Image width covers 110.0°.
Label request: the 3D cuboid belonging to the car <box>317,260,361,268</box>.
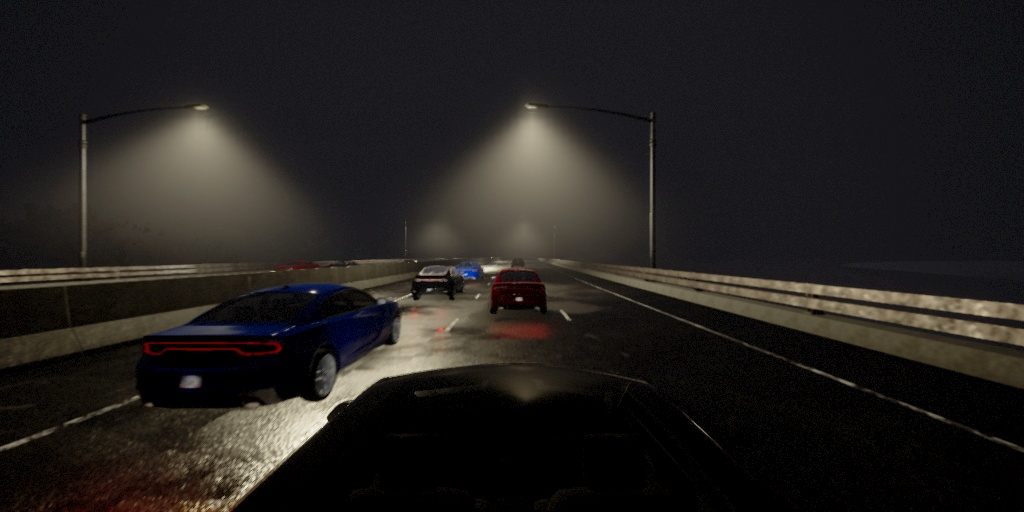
[{"bbox_3d":[-17.211,1.167,36.593,2.128,1.511,4.902,0,0,1],"label":"car"}]

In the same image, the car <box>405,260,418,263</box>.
[{"bbox_3d":[-13.412,1.211,47.469,2.033,1.411,5.357,0,0,2],"label":"car"}]

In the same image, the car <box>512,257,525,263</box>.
[{"bbox_3d":[1.044,1.016,59.350,2.097,1.767,4.553,0,0,2],"label":"car"}]

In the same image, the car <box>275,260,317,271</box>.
[{"bbox_3d":[-20.748,1.152,34.885,1.882,1.535,5.008,0,0,1],"label":"car"}]

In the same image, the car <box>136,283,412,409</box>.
[{"bbox_3d":[-3.495,1.216,6.391,1.882,1.535,5.008,0,0,0],"label":"car"}]

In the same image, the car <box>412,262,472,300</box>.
[{"bbox_3d":[-3.425,1.209,17.359,2.128,1.511,4.902,0,0,1],"label":"car"}]

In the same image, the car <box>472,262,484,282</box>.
[{"bbox_3d":[-3.286,1.177,28.326,1.882,1.535,5.008,0,0,1],"label":"car"}]

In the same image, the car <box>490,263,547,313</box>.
[{"bbox_3d":[0.207,1.203,13.823,1.882,1.535,5.008,0,0,0],"label":"car"}]
